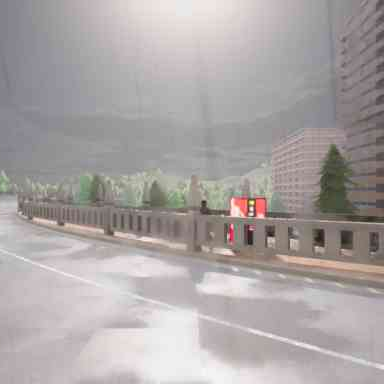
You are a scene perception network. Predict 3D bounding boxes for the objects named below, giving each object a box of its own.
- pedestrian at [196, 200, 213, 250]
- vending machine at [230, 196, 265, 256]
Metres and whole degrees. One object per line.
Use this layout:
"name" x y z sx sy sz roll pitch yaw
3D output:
"pedestrian" 0.451 1.141 11.832 0.375 1.860 0.375 0 0 41
"vending machine" 2.078 1.195 12.411 0.880 2.100 1.100 0 0 41
